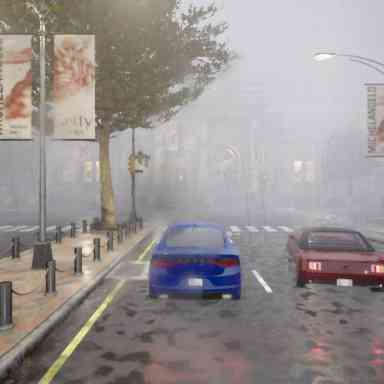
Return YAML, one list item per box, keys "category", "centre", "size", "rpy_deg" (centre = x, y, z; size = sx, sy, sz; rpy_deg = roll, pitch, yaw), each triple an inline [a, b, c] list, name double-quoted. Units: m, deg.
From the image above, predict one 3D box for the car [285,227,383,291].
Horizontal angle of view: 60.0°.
- category: "car"
  centre: [3.677, 1.600, 9.097]
  size: [1.895, 1.301, 4.718]
  rpy_deg: [0, 0, 13]

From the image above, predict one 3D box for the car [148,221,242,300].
- category: "car"
  centre: [0.071, 1.477, 8.470]
  size: [1.882, 1.535, 5.008]
  rpy_deg: [0, 0, 0]
